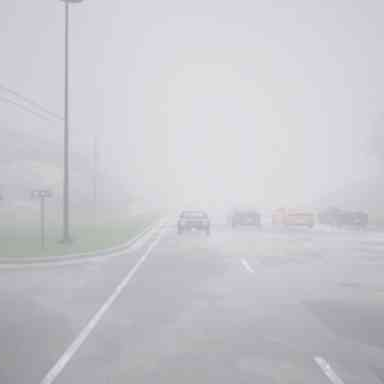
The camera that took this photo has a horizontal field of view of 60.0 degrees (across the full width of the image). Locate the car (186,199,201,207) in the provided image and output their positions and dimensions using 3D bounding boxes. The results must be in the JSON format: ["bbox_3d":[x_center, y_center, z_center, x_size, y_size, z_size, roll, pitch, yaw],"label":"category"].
[{"bbox_3d":[0.034,2.164,58.788,1.994,1.385,4.181,0,-1,2],"label":"car"}]

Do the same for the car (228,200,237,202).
[{"bbox_3d":[7.017,2.117,57.783,1.812,1.442,4.674,0,-1,2],"label":"car"}]

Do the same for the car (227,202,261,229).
[{"bbox_3d":[3.600,1.722,23.841,1.882,1.535,5.008,0,-1,0],"label":"car"}]

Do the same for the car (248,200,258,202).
[{"bbox_3d":[10.511,2.092,57.394,1.837,1.490,4.892,0,-1,2],"label":"car"}]

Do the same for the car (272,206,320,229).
[{"bbox_3d":[7.101,1.723,23.847,1.882,1.535,5.008,0,-1,0],"label":"car"}]

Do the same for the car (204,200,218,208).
[{"bbox_3d":[3.529,2.103,58.490,1.837,1.490,4.892,0,-1,2],"label":"car"}]

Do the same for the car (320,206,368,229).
[{"bbox_3d":[10.600,1.723,23.840,1.882,1.535,5.008,0,-1,0],"label":"car"}]

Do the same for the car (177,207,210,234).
[{"bbox_3d":[0.100,1.814,20.755,1.895,1.301,4.718,0,-1,0],"label":"car"}]

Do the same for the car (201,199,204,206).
[{"bbox_3d":[1.366,2.174,68.558,1.882,1.535,5.008,0,-1,17],"label":"car"}]
